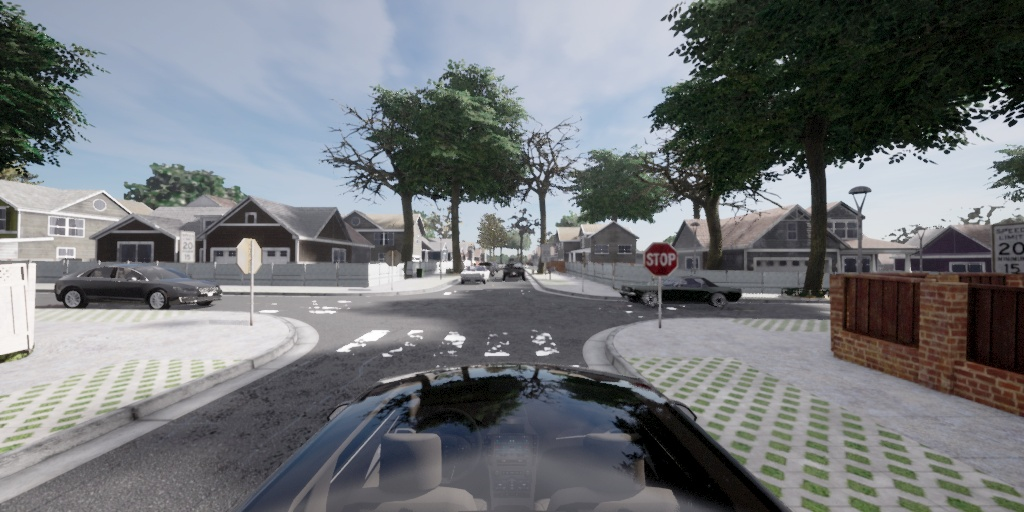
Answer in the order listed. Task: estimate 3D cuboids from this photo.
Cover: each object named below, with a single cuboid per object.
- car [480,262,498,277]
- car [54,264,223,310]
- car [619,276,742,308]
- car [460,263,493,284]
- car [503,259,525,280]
[{"bbox_3d":[-2.756,1.383,37.977,1.837,1.490,4.892,0,0,0],"label":"car"},{"bbox_3d":[-12.920,1.058,12.564,4.892,1.490,1.837,1,-1,2],"label":"car"},{"bbox_3d":[7.244,1.529,15.788,4.718,1.301,1.895,1,-1,-1],"label":"car"},{"bbox_3d":[-2.787,1.412,27.606,1.895,1.301,4.718,0,0,0],"label":"car"},{"bbox_3d":[0.174,1.318,32.629,1.882,1.535,5.008,0,0,0],"label":"car"}]
